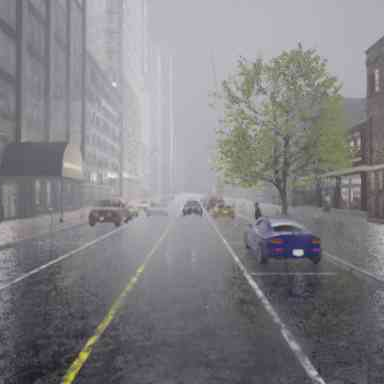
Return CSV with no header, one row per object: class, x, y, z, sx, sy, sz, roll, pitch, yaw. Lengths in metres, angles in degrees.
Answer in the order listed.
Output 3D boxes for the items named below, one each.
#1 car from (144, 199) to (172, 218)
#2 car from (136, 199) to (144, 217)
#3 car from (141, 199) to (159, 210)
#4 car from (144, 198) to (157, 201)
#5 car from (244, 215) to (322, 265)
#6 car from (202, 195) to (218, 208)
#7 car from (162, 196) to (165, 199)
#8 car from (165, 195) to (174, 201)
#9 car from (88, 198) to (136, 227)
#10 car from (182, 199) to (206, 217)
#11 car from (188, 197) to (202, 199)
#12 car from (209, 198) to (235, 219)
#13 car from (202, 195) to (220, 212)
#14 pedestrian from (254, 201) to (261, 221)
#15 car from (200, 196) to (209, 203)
car,-3.084,1.644,30.936,1.895,1.301,4.718,0,0,0
car,-5.667,1.567,28.779,1.752,1.417,4.829,1,0,0
car,-5.661,1.623,45.589,1.947,1.339,4.313,1,0,0
car,-5.662,1.578,39.871,1.752,1.417,4.829,1,0,0
car,3.005,1.545,11.698,1.812,1.442,4.674,0,0,0
car,2.726,1.376,51.133,2.192,1.841,5.009,1,0,0
car,-5.658,1.586,50.964,1.752,1.417,4.829,1,0,0
car,-5.649,1.635,73.317,1.947,1.339,4.313,1,0,0
car,-5.666,1.350,23.404,2.192,1.841,5.009,1,0,0
car,0.072,1.645,32.030,1.895,1.301,4.718,0,0,0
car,0.033,1.564,46.763,1.837,1.490,4.892,0,1,0
car,2.714,1.567,29.117,1.752,1.417,4.829,1,0,0
car,2.721,1.367,40.040,2.192,1.841,5.009,1,0,0
pedestrian,2.851,1.317,14.537,0.375,1.860,0.375,1,-1,-4
car,2.731,1.634,73.316,1.947,1.339,4.313,1,0,0
